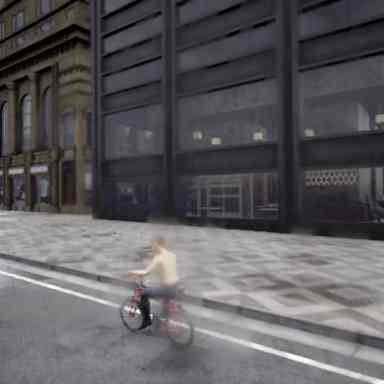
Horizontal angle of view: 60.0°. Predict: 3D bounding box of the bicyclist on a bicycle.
[{"bbox_3d":[-0.579,1.453,5.098,1.509,1.612,0.866,0,0,35],"label":"bicyclist on a bicycle"}]
